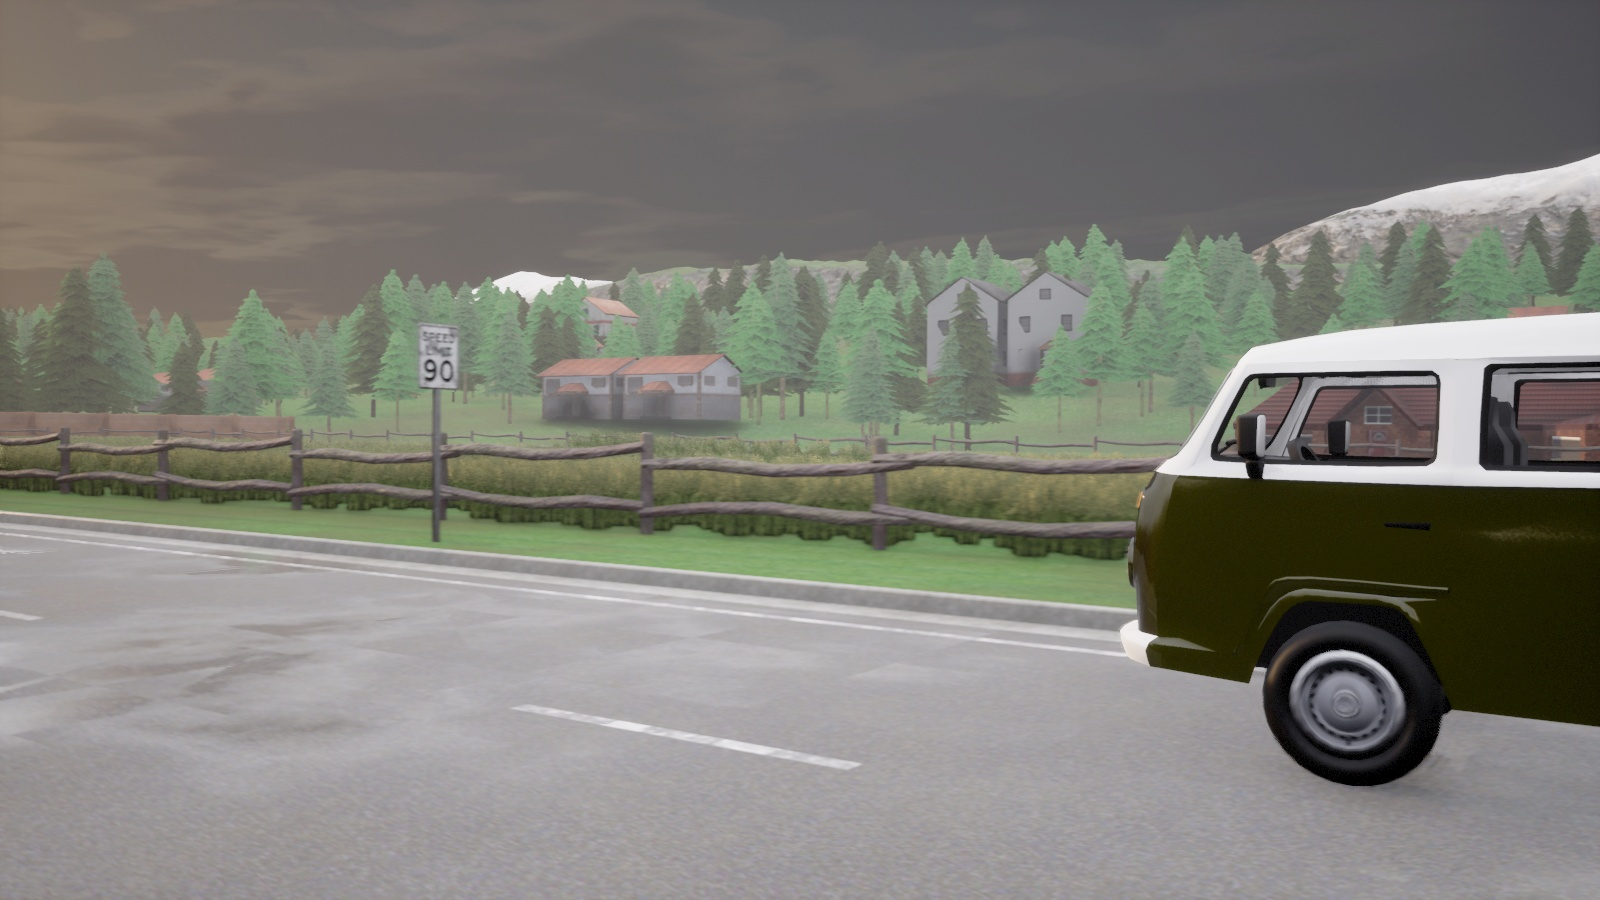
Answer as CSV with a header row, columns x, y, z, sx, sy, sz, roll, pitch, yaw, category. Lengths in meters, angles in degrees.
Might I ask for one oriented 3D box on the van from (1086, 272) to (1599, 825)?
x,y,z,sx,sy,sz,roll,pitch,yaw,category
3.747,0.348,5.330,4.480,2.038,2.069,0,1,34,van
